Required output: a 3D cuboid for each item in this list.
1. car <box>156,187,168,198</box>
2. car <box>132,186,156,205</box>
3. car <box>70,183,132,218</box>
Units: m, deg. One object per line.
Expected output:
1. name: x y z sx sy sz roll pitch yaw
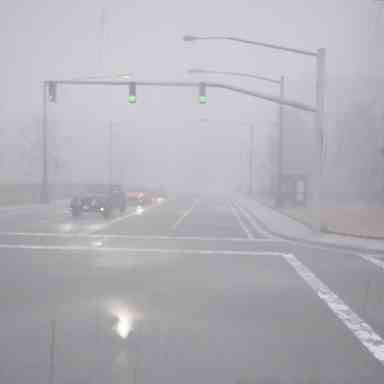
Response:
1. car: -4.274 0.063 43.207 1.994 1.385 4.181 1 2 4
2. car: -5.132 0.250 31.269 2.097 1.767 4.553 1 2 4
3. car: -5.831 0.442 21.596 2.150 2.045 5.566 1 2 4
